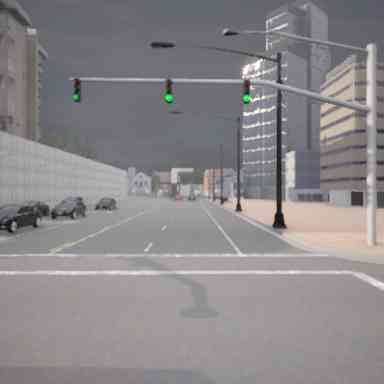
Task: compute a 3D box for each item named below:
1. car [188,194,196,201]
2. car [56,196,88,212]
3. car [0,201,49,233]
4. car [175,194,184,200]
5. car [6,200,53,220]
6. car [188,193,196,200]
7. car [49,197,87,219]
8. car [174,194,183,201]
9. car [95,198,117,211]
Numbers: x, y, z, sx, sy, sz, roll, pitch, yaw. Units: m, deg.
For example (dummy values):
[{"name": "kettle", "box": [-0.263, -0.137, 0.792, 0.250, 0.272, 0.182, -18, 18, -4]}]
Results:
[{"name": "car", "box": [0.010, 1.539, 85.827, 1.994, 1.385, 4.181, 0, 0, 0]}, {"name": "car", "box": [-14.083, 1.345, 39.296, 2.097, 1.767, 4.553, 0, 0, 0]}, {"name": "car", "box": [-10.607, 1.501, 19.669, 1.837, 1.490, 4.892, 0, 0, 0]}, {"name": "car", "box": [-3.487, 1.396, 94.231, 2.128, 1.511, 4.902, 0, 0, 1]}, {"name": "car", "box": [-14.111, 1.521, 29.221, 1.812, 1.442, 4.674, 0, 0, 0]}, {"name": "car", "box": [0.012, 1.227, 94.201, 2.097, 1.767, 4.553, 0, 0, 1]}, {"name": "car", "box": [-10.595, 1.500, 29.002, 1.837, 1.490, 4.892, 0, 0, 0]}, {"name": "car", "box": [-3.490, 1.342, 85.415, 2.097, 1.767, 4.553, 0, 0, 0]}, {"name": "car", "box": [-10.584, 1.492, 41.121, 1.837, 1.490, 4.892, 0, 2, 0]}]
